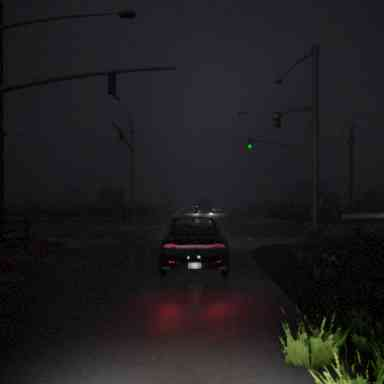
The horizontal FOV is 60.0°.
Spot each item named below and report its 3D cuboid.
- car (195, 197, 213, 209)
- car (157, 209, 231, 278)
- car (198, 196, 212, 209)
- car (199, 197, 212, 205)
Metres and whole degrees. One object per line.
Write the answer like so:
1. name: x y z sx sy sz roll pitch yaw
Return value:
1. car: 1.336 1.465 36.860 1.812 1.442 4.674 0 0 3
2. car: 0.040 1.484 10.098 2.128 1.511 4.902 0 0 -1
3. car: 1.789 1.410 46.069 1.882 1.535 5.008 0 0 3
4. car: 2.302 1.490 56.012 1.994 1.385 4.181 0 0 3
